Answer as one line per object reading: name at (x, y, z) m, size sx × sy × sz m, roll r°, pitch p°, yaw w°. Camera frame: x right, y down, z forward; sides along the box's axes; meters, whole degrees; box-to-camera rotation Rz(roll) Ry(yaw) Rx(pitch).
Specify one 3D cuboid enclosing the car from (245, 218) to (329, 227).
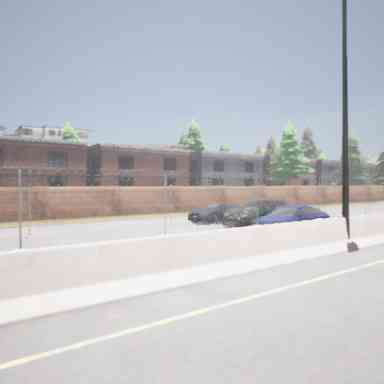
car at (4.821, 1.360, 16.020) m, size 4.674 × 1.442 × 1.812 m, roll -1°, pitch 1°, yaw -36°
